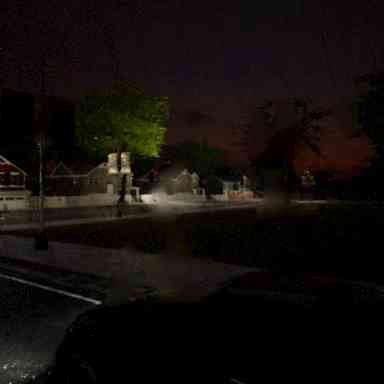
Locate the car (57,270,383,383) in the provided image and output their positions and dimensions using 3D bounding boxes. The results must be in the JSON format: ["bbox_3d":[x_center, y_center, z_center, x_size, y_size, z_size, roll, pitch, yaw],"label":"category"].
[{"bbox_3d":[0.650,1.539,3.217,4.674,1.442,1.812,-1,-1,35],"label":"car"}]
